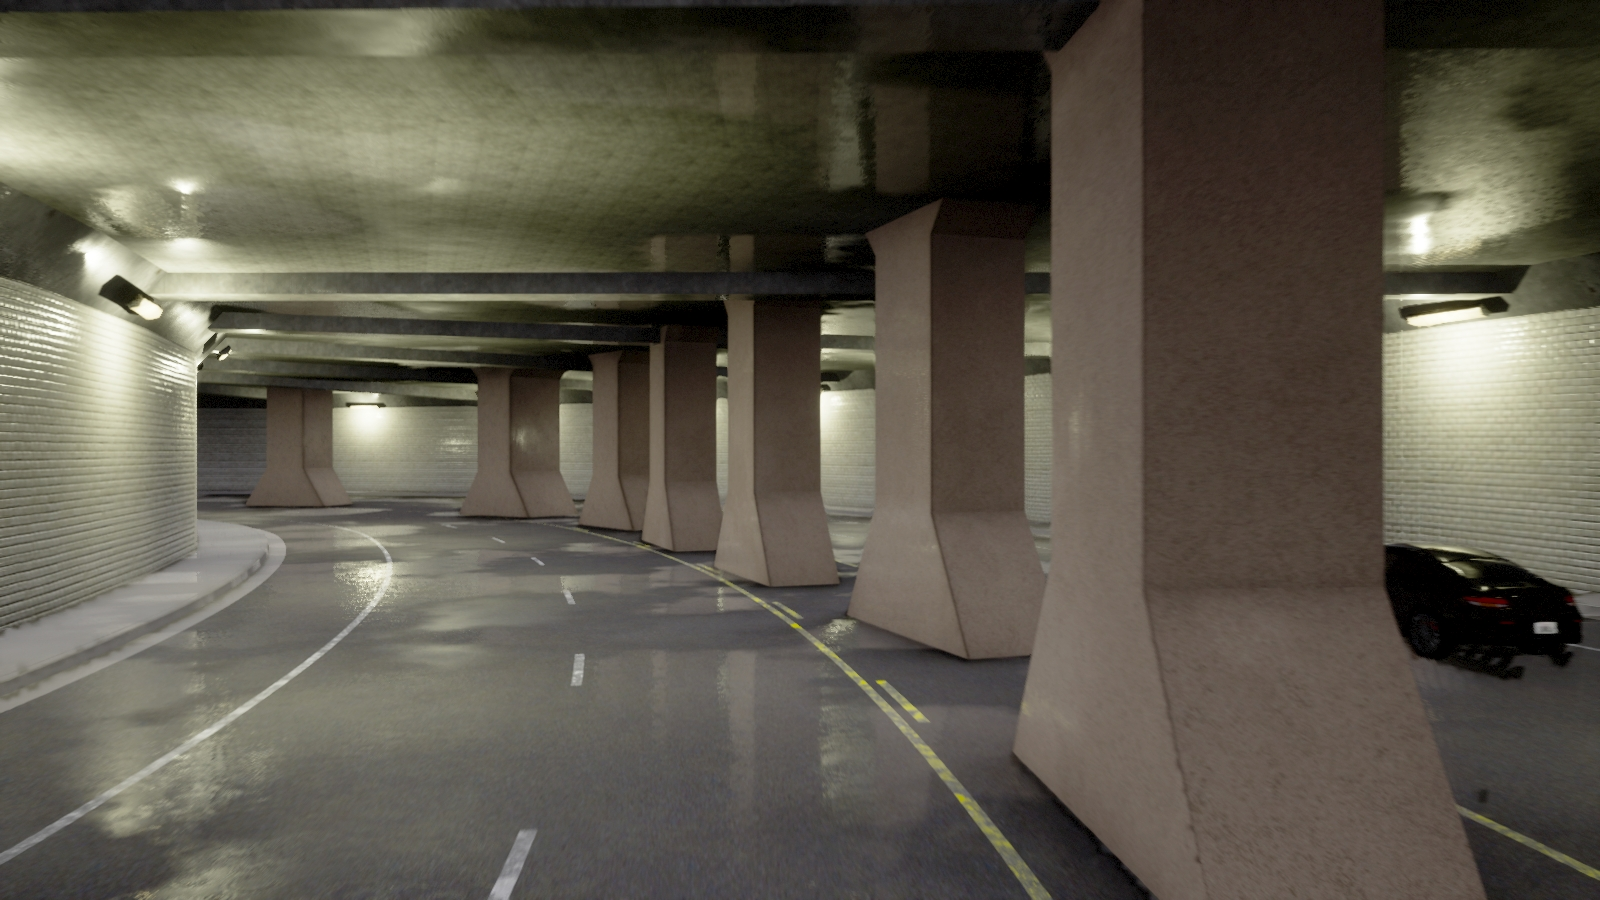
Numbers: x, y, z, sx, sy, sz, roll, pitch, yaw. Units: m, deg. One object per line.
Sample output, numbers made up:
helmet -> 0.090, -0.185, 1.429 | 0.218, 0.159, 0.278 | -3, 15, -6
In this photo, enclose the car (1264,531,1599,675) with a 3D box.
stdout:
car -> 9.033, 2.079, 16.708 | 2.002, 1.442, 4.674 | 0, 0, -10
